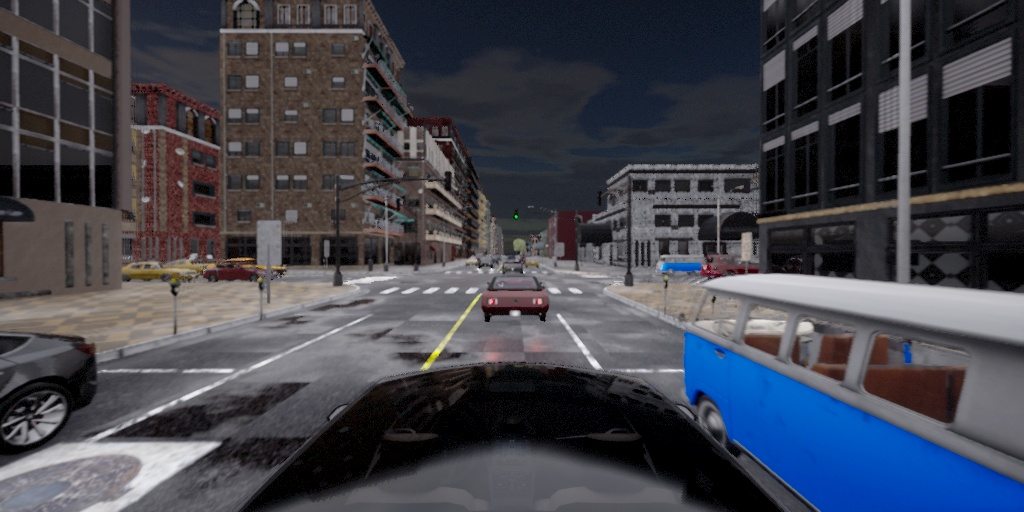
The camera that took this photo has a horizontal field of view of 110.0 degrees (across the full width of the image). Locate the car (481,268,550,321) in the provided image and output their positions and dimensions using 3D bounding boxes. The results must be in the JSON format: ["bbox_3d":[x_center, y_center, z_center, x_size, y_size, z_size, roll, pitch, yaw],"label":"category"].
[{"bbox_3d":[0.087,1.238,11.918,1.895,1.301,4.718,0,1,0],"label":"car"}]

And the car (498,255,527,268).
[{"bbox_3d":[0.058,0.915,33.527,2.128,1.511,4.902,0,1,0],"label":"car"}]

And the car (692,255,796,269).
[{"bbox_3d":[14.890,0.861,23.282,5.009,1.841,2.192,0,0,0],"label":"car"}]

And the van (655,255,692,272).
[{"bbox_3d":[14.856,0.833,31.661,3.998,1.789,1.690,0,0,0],"label":"van"}]

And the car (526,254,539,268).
[{"bbox_3d":[2.628,0.792,47.335,1.751,1.417,4.829,0,0,0],"label":"car"}]

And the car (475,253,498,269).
[{"bbox_3d":[-3.149,0.794,44.766,1.837,1.490,4.892,0,1,0],"label":"car"}]

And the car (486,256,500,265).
[{"bbox_3d":[-3.118,0.681,60.481,2.033,1.411,5.357,0,1,1],"label":"car"}]

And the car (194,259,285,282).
[{"bbox_3d":[-17.496,1.039,23.159,4.207,1.307,1.802,0,0,0],"label":"car"}]

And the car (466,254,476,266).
[{"bbox_3d":[-5.760,0.737,52.521,1.751,1.417,4.829,0,0,0],"label":"car"}]

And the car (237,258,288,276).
[{"bbox_3d":[-18.858,0.915,25.736,5.008,1.535,1.882,0,0,0],"label":"car"}]

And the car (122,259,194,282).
[{"bbox_3d":[-22.989,0.972,23.138,4.829,1.417,1.751,0,0,0],"label":"car"}]

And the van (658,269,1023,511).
[{"bbox_3d":[2.656,1.083,2.381,1.690,1.789,3.998,0,0,0],"label":"van"}]

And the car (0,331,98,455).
[{"bbox_3d":[-5.691,1.308,2.396,1.948,1.339,4.313,0,0,0],"label":"car"}]

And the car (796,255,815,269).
[{"bbox_3d":[20.414,0.878,23.303,5.009,1.841,2.192,0,0,0],"label":"car"}]
